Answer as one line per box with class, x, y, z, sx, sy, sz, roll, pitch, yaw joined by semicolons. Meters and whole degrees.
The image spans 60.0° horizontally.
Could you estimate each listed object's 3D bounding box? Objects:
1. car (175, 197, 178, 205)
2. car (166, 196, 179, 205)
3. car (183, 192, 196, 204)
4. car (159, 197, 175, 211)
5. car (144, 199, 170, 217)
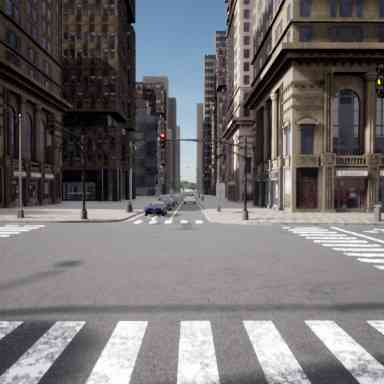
car;-3.518;1.514;50.207;1.812;1.442;4.674;0;0;-1
car;-3.562;1.534;60.884;2.033;1.411;5.357;0;0;0
car;-0.421;1.208;62.379;2.150;2.045;5.566;0;0;0
car;-3.455;1.495;40.877;1.837;1.490;4.892;0;0;-1
car;-3.375;1.593;31.547;1.895;1.301;4.718;0;0;-1
